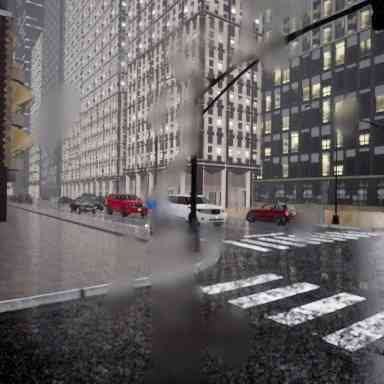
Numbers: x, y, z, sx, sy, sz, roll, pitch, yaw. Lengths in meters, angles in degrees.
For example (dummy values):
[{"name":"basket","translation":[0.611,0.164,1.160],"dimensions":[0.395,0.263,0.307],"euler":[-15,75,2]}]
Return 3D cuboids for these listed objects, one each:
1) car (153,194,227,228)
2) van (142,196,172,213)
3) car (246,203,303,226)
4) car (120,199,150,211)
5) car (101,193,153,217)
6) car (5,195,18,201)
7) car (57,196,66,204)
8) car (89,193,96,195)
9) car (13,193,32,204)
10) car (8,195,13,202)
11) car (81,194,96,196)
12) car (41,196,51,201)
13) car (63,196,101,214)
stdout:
[{"name":"car","translation":[-0.095,1.167,22.241],"dimensions":[2.150,2.045,5.566],"euler":[1,-1,-35]},{"name":"van","translation":[-4.026,1.377,37.773],"dimensions":[1.690,1.788,3.998],"euler":[1,-1,-35]},{"name":"car","translation":[5.784,1.500,23.956],"dimensions":[1.967,1.590,4.097],"euler":[1,-1,-35]},{"name":"car","translation":[-7.300,1.579,42.377],"dimensions":[2.008,1.369,4.403],"euler":[1,-1,-35]},{"name":"car","translation":[-6.068,1.152,30.649],"dimensions":[2.150,2.045,5.566],"euler":[1,-1,-35]},{"name":"car","translation":[-40.296,1.375,74.368],"dimensions":[2.008,1.369,4.403],"euler":[1,-1,-35]},{"name":"car","translation":[-22.489,1.480,59.285],"dimensions":[1.812,1.442,4.674],"euler":[1,-1,-35]},{"name":"car","translation":[-14.410,1.375,53.124],"dimensions":[2.097,1.767,4.553],"euler":[1,-1,-35]},{"name":"car","translation":[-30.481,1.152,60.555],"dimensions":[2.192,1.841,5.009],"euler":[1,-1,-35]},{"name":"car","translation":[-37.026,1.394,69.763],"dimensions":[1.947,1.339,4.313],"euler":[1,-1,-35]},{"name":"car","translation":[-17.081,1.441,51.677],"dimensions":[1.882,1.535,5.008],"euler":[1,-1,-35]},{"name":"car","translation":[-36.737,1.565,83.825],"dimensions":[1.802,1.307,4.206],"euler":[1,-1,-35]},{"name":"car","translation":[-10.861,1.424,32.920],"dimensions":[2.008,1.369,4.403],"euler":[1,-1,-35]}]
